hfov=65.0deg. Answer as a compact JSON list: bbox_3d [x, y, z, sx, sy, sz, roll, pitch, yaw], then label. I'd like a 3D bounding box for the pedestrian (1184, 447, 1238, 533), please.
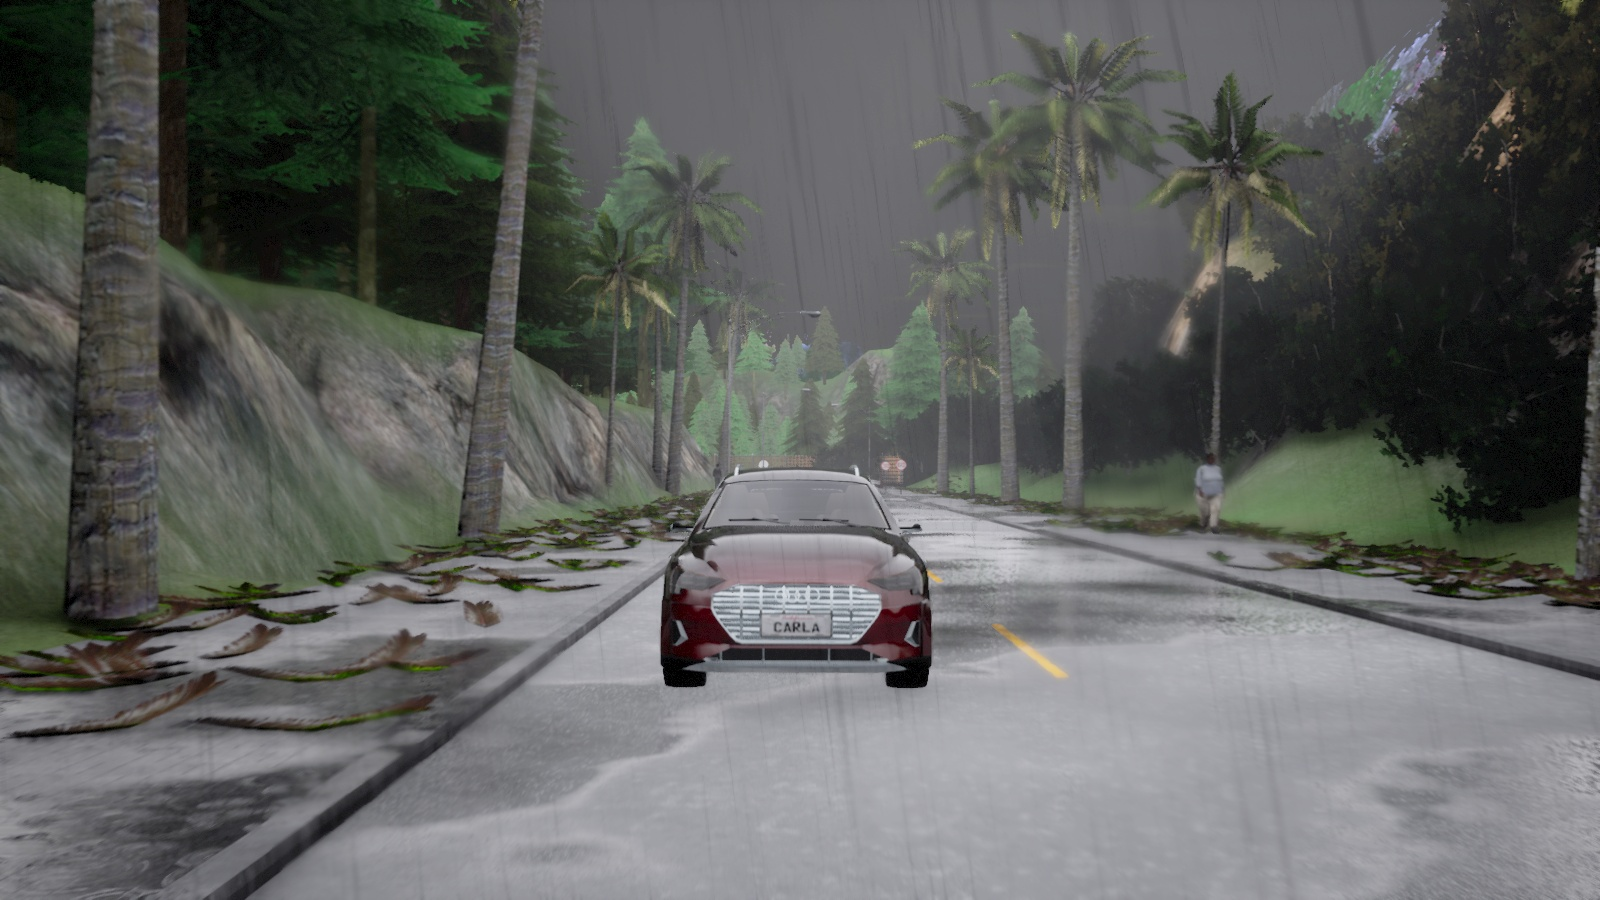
[{"bbox_3d":[9.046,0.865,27.648,0.874,1.855,0.900,0,-1,0],"label":"pedestrian"}]

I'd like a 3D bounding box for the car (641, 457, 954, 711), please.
[{"bbox_3d":[-0.023,0.923,10.623,2.033,1.649,4.856,0,-1,0],"label":"car"}]
